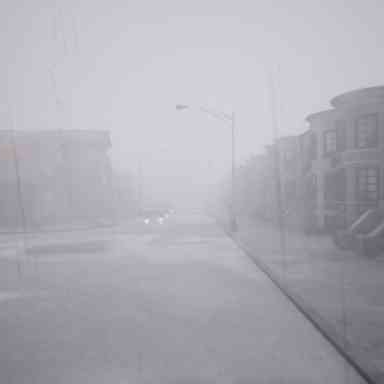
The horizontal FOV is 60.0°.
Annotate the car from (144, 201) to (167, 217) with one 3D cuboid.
[{"bbox_3d":[-4.095,2.005,37.287,1.812,1.442,4.674,0,-1,-1],"label":"car"}]

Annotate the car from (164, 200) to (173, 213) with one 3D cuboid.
[{"bbox_3d":[-4.083,2.102,46.473,1.837,1.490,4.892,0,-1,0],"label":"car"}]

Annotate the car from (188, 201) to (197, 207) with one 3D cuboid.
[{"bbox_3d":[0.032,2.677,71.931,2.033,1.411,5.357,0,-1,0],"label":"car"}]

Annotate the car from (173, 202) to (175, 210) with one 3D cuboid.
[{"bbox_3d":[-4.050,2.075,56.266,2.097,1.767,4.553,0,-1,0],"label":"car"}]
